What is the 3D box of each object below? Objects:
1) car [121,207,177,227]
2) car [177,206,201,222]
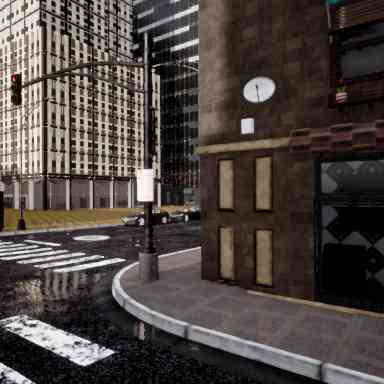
[{"bbox_3d":[-3.555,1.893,25.929,2.008,1.369,4.403,-2,-2,35],"label":"car"},{"bbox_3d":[-0.356,1.974,30.488,2.008,1.369,4.403,-2,-2,35],"label":"car"}]
